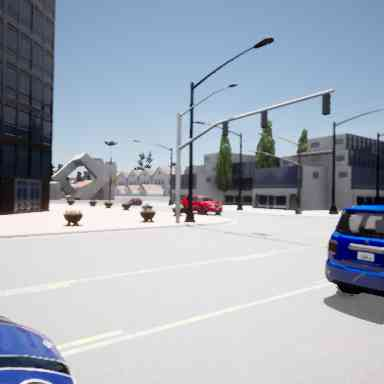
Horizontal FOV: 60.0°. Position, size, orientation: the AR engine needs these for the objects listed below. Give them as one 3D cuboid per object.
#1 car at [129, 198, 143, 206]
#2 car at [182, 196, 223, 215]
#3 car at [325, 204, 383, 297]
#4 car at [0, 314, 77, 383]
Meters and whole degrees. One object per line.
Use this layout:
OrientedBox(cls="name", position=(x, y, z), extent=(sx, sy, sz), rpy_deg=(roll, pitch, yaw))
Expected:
OrientedBox(cls="car", position=(-10.507, 1.798, 62.136), extent=(1.882, 1.535, 5.008), rpy_deg=(1, -1, -20))
OrientedBox(cls="car", position=(1.039, 1.435, 36.546), extent=(2.150, 2.045, 5.566), rpy_deg=(1, -1, -35))
OrientedBox(cls="car", position=(5.369, 1.290, 7.631), extent=(5.566, 2.045, 2.150), rpy_deg=(0, 0, -35))
OrientedBox(cls="car", position=(-2.902, 1.343, 1.671), extent=(4.553, 1.767, 2.097), rpy_deg=(0, 0, -35))
